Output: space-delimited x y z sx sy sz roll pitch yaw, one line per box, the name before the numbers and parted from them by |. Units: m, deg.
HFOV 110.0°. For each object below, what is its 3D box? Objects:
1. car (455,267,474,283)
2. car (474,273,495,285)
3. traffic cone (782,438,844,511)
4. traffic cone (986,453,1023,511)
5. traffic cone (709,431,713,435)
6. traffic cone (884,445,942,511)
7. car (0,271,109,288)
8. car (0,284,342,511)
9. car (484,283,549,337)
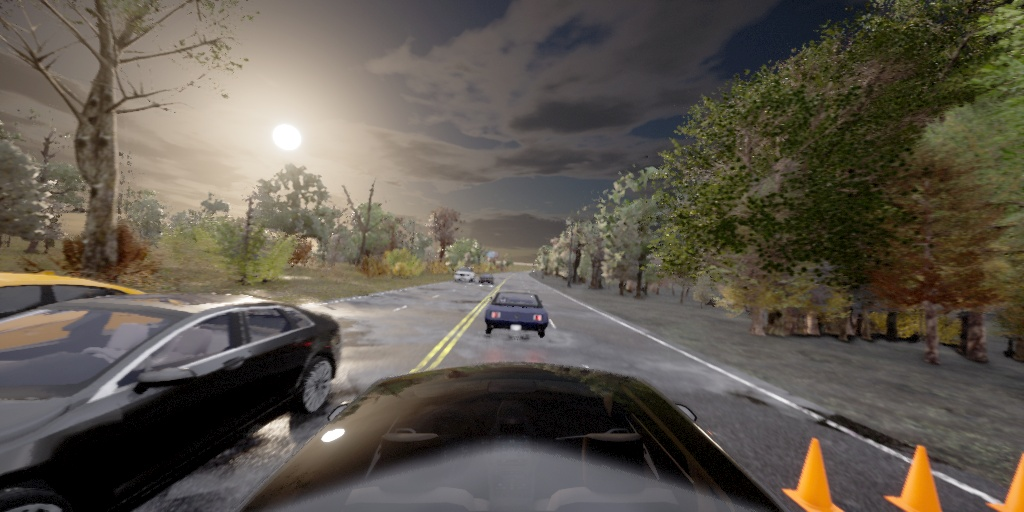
car | -6.380 2.532 49.065 2.150 2.045 5.566 4 -3 1
car | -3.191 2.947 45.972 2.033 1.411 5.357 4 -2 1
traffic cone | 2.817 2.015 3.349 0.340 0.580 0.340 0 0 0
traffic cone | 4.812 2.150 3.349 0.340 0.580 0.340 0 0 0
traffic cone | 1.819 1.947 3.350 0.340 0.580 0.340 0 0 0
traffic cone | 3.814 2.082 3.350 0.340 0.580 0.340 0 0 0
car | -6.570 0.934 4.192 1.882 1.535 5.008 4 -2 0
car | -3.327 1.126 3.179 2.128 1.511 4.902 4 -2 0
car | 0.124 1.861 12.549 1.895 1.301 4.718 4 -2 0
